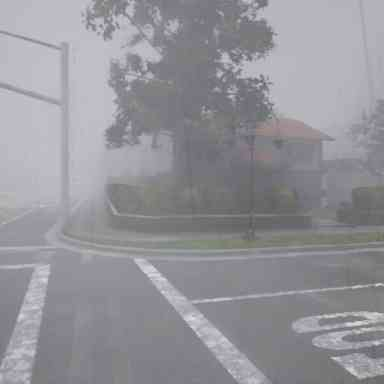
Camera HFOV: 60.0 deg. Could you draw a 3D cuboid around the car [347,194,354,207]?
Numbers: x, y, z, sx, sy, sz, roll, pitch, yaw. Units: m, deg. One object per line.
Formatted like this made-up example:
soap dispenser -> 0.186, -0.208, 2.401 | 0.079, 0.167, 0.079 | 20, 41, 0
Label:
car -> 13.775, 0.518, 25.274 | 1.970, 1.475, 3.806 | 0, 2, -15
